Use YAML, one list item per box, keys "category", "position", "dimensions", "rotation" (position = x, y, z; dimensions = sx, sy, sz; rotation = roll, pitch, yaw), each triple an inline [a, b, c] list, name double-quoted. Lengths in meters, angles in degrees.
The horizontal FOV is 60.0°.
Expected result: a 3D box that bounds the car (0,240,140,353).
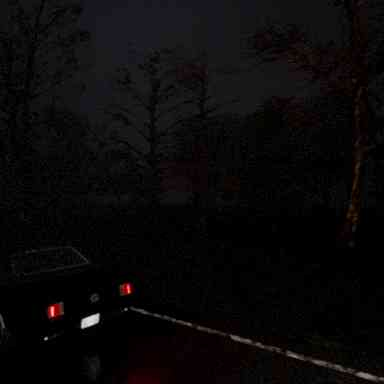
- category: "car"
  position: [-3.254, 1.548, 6.039]
  dimensions: [4.718, 1.301, 1.895]
  rotation: [0, -1, 35]
